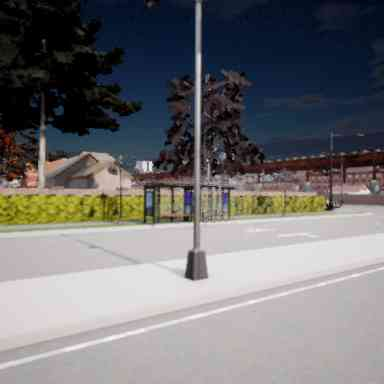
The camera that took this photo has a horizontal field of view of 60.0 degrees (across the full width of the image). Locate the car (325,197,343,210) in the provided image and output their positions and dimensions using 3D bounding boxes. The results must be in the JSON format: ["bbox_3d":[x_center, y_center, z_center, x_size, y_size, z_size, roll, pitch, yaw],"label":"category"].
[{"bbox_3d":[20.527,1.689,53.053,2.150,2.045,5.566,1,0,-35],"label":"car"}]
